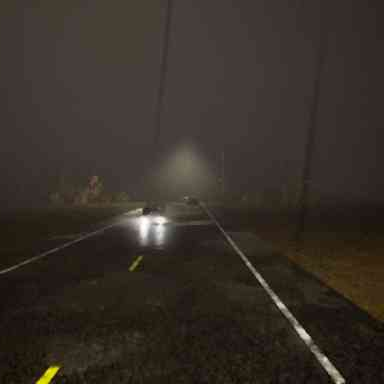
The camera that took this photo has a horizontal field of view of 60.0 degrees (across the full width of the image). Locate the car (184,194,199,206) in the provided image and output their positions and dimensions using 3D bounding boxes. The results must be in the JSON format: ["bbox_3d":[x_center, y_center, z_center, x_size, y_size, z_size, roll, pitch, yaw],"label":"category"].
[{"bbox_3d":[0.100,1.483,53.139,1.895,1.301,4.718,0,0,0],"label":"car"}]

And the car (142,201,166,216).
[{"bbox_3d":[-3.598,1.529,31.976,1.895,1.301,4.718,0,0,0],"label":"car"}]

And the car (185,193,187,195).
[{"bbox_3d":[0.002,1.368,71.119,2.128,1.511,4.902,0,0,0],"label":"car"}]
